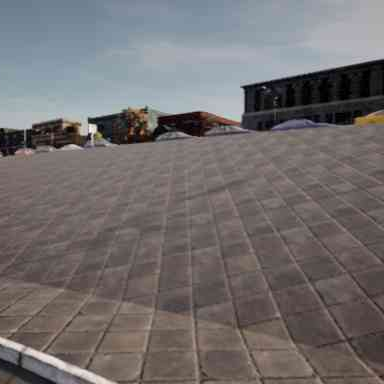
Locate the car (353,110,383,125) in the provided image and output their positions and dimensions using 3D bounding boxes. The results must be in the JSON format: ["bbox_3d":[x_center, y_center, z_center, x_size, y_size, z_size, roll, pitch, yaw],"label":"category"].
[{"bbox_3d":[11.985,-4.018,19.115,5.008,1.535,2.097,2,2,36],"label":"car"}]

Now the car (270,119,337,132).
[{"bbox_3d":[7.506,-4.147,22.387,4.674,1.452,2.002,2,2,37],"label":"car"}]

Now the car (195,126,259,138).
[{"bbox_3d":[3.099,-4.351,25.753,4.892,1.521,2.231,2,1,38],"label":"car"}]

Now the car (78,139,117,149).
[{"bbox_3d":[-9.775,-4.889,35.997,4.553,1.767,2.185,2,1,39],"label":"car"}]

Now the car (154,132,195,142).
[{"bbox_3d":[-1.222,-4.498,29.184,4.892,1.521,2.231,2,1,39],"label":"car"}]

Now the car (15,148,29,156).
[{"bbox_3d":[-22.826,-5.284,46.394,4.553,1.767,2.185,2,1,39],"label":"car"}]

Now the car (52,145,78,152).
[{"bbox_3d":[-14.073,-4.855,39.422,4.674,1.452,2.002,2,1,39],"label":"car"}]

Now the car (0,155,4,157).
[{"bbox_3d":[-31.443,-5.402,53.258,4.892,1.521,2.231,2,1,39],"label":"car"}]

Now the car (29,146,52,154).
[{"bbox_3d":[-18.509,-5.156,42.955,4.553,1.767,2.185,2,1,39],"label":"car"}]
